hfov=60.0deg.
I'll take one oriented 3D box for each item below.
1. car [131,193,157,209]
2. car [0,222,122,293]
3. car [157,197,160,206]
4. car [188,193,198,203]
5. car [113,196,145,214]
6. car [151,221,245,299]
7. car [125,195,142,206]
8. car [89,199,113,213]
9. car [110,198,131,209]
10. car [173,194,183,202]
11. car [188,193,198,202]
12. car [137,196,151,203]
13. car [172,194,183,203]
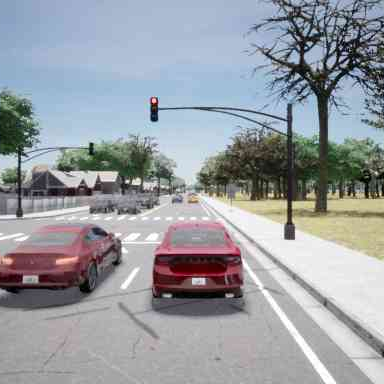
[{"bbox_3d":[-6.501,1.212,44.836,2.150,2.045,5.566,0,0,1],"label":"car"},{"bbox_3d":[-3.132,1.525,8.741,1.812,1.442,4.674,0,0,0],"label":"car"},{"bbox_3d":[-6.473,1.489,55.637,1.837,1.490,4.892,0,0,0],"label":"car"},{"bbox_3d":[0.236,1.452,65.958,1.882,1.535,5.008,0,0,0],"label":"car"},{"bbox_3d":[-6.524,1.499,34.892,1.837,1.490,4.892,0,0,0],"label":"car"},{"bbox_3d":[0.115,1.477,8.531,1.882,1.535,5.008,0,0,0],"label":"car"},{"bbox_3d":[-9.724,1.336,55.421,2.097,1.767,4.553,0,0,0],"label":"car"},{"bbox_3d":[-9.769,1.499,36.402,1.837,1.490,4.892,0,0,0],"label":"car"},{"bbox_3d":[-9.750,1.516,45.535,1.812,1.442,4.674,0,0,0],"label":"car"},{"bbox_3d":[-3.090,1.321,76.330,2.097,1.767,4.553,0,0,0],"label":"car"},{"bbox_3d":[0.160,1.191,76.359,2.150,2.045,5.566,0,0,0],"label":"car"},{"bbox_3d":[-9.615,1.521,67.579,2.033,1.411,5.357,0,0,1],"label":"car"},{"bbox_3d":[-3.009,1.500,66.365,1.812,1.442,4.674,0,0,0],"label":"car"}]
